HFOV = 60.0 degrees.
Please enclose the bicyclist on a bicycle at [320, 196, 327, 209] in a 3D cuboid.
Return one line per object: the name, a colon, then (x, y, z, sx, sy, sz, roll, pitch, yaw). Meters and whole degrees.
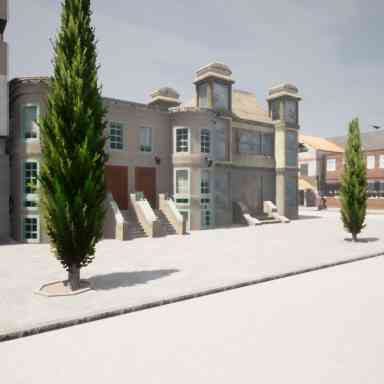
bicyclist on a bicycle: (16.051, 1.349, 40.717, 1.656, 1.620, 0.582, 0, 0, -35)
